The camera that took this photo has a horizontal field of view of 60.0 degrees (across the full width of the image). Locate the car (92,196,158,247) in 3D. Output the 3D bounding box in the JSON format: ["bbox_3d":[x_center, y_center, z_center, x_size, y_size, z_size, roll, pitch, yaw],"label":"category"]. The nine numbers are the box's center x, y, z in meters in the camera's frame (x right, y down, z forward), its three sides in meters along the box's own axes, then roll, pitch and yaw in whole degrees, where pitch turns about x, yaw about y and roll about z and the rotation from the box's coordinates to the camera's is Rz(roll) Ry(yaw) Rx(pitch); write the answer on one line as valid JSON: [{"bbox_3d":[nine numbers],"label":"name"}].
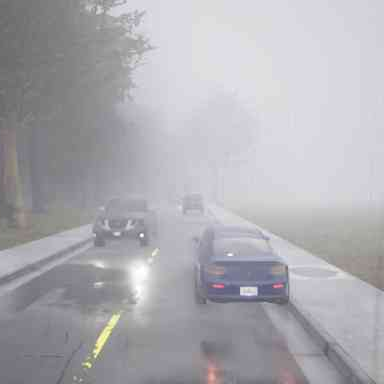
[{"bbox_3d":[-2.831,1.222,15.328,2.150,2.045,5.566,0,0,0],"label":"car"}]

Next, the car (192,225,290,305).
[{"bbox_3d":[0.973,1.526,7.978,1.812,1.442,4.674,0,0,0],"label":"car"}]

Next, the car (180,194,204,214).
[{"bbox_3d":[0.116,1.222,35.902,2.150,2.045,5.566,0,0,0],"label":"car"}]

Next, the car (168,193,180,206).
[{"bbox_3d":[-2.686,1.223,54.894,2.150,2.045,5.566,0,0,0],"label":"car"}]

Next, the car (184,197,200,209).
[{"bbox_3d":[0.087,1.493,46.478,2.128,1.511,4.902,0,0,1],"label":"car"}]
